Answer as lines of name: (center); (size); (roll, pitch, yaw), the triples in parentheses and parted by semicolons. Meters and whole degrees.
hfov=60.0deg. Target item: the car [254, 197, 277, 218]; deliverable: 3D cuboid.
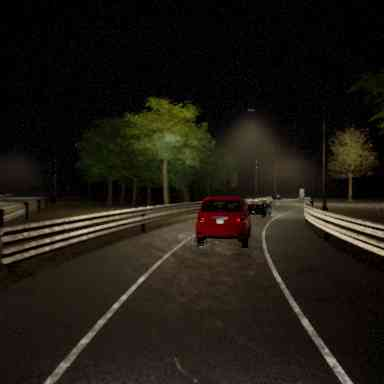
car: (6.195, 1.506, 30.837); (2.128, 1.511, 4.902); (0, 0, 22)

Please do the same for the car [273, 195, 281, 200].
car: (22.920, 1.494, 89.916); (2.128, 1.511, 4.902); (0, 0, 4)

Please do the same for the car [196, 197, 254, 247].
car: (1.598, 1.226, 15.395); (2.150, 2.045, 5.566); (0, 0, 11)
